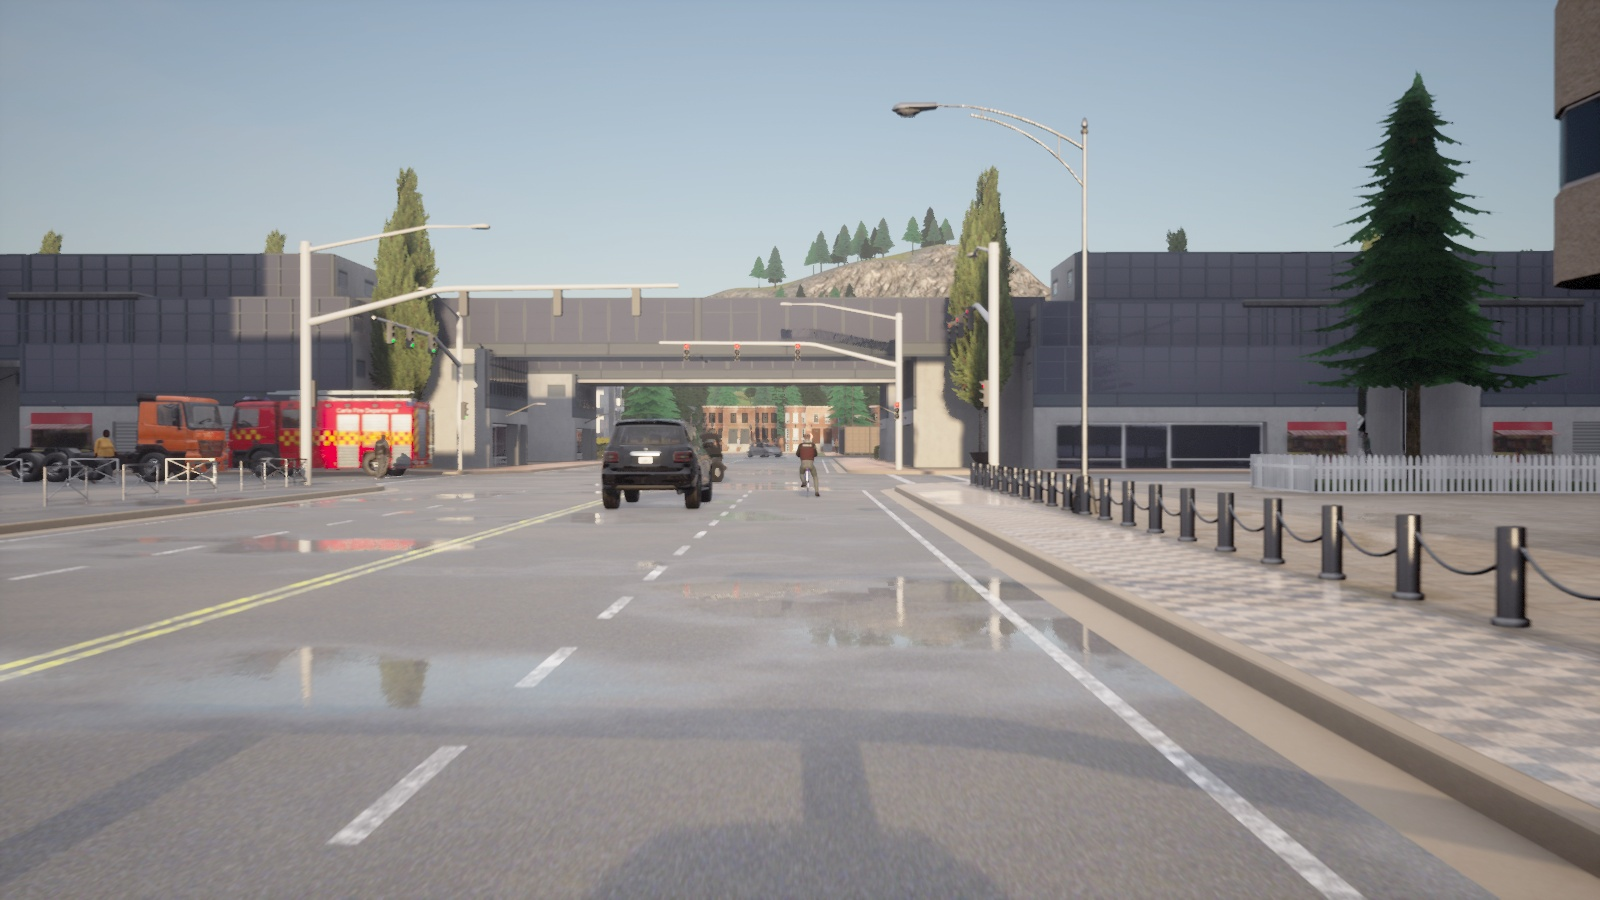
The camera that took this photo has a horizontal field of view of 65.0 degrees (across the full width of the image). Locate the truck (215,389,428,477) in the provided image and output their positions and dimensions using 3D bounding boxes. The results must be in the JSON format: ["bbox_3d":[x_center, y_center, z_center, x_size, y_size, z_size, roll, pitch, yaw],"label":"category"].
[{"bbox_3d":[-21.335,-0.752,56.293,8.468,3.827,2.891,0,0,1],"label":"truck"}]

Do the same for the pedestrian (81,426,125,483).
[{"bbox_3d":[-23.013,0.153,41.470,0.900,1.855,0.874,0,0,13],"label":"pedestrian"}]

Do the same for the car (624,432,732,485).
[{"bbox_3d":[-4.482,0.276,46.536,1.905,1.878,3.866,0,0,37],"label":"car"}]

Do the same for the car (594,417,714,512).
[{"bbox_3d":[-3.325,0.295,29.723,2.150,2.045,5.566,0,0,0],"label":"car"}]

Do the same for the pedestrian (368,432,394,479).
[{"bbox_3d":[-16.926,0.225,50.751,0.563,1.883,0.849,0,0,23],"label":"pedestrian"}]

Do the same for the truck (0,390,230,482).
[{"bbox_3d":[-27.057,-0.538,49.427,7.936,3.462,2.891,0,0,2],"label":"truck"}]
